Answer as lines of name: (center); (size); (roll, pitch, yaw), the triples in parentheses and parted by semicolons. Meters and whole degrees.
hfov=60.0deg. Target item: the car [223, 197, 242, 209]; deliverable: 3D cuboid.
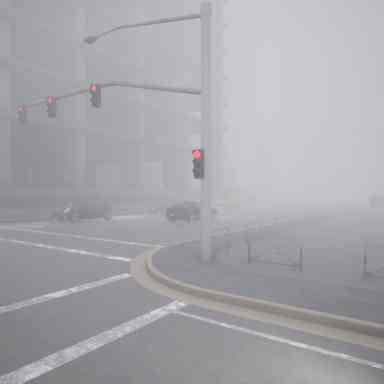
car: (4.903, 1.422, 44.088); (1.882, 1.535, 5.008); (0, 0, 35)

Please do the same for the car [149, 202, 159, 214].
car: (-2.341, 1.436, 33.884); (2.128, 1.511, 4.902); (0, 0, 35)

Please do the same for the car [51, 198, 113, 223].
car: (-8.343, 1.296, 25.419); (2.097, 1.767, 4.553); (0, 0, 36)

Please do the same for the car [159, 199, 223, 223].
car: (0.082, 1.422, 24.814); (1.882, 1.535, 5.008); (0, 0, 35)
